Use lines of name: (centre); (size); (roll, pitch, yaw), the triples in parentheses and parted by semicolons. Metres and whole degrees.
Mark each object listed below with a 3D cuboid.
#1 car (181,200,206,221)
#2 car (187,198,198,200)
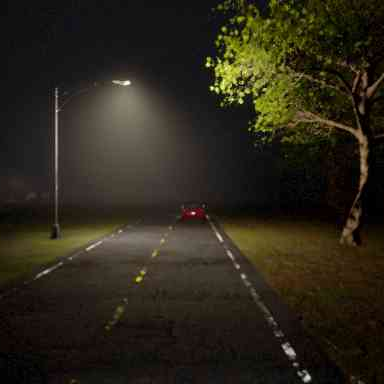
car: (0.103, 1.585, 27.369); (1.994, 1.385, 4.181); (0, 0, 0)
car: (0.104, 1.506, 42.932); (1.882, 1.535, 5.008); (0, 0, 0)
